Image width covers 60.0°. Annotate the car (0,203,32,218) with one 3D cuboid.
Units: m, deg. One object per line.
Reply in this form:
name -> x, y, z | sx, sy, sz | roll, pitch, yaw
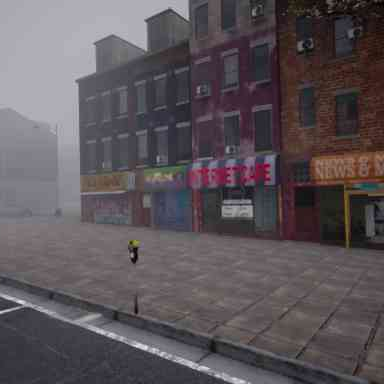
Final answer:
car -> -16.249, 1.631, 28.974 | 1.994, 1.385, 4.181 | -2, -1, 36
